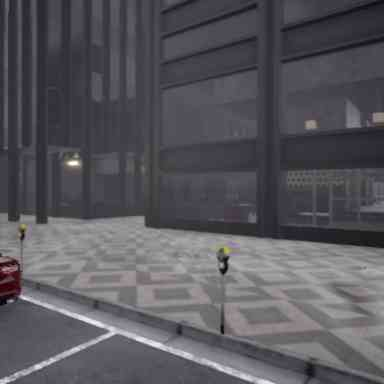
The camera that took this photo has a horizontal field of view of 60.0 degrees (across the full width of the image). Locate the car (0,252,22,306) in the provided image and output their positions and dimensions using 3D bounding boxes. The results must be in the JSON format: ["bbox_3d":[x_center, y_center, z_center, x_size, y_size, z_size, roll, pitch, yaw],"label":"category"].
[{"bbox_3d":[-5.200,1.502,6.637,4.507,1.381,1.887,0,0,35],"label":"car"}]
